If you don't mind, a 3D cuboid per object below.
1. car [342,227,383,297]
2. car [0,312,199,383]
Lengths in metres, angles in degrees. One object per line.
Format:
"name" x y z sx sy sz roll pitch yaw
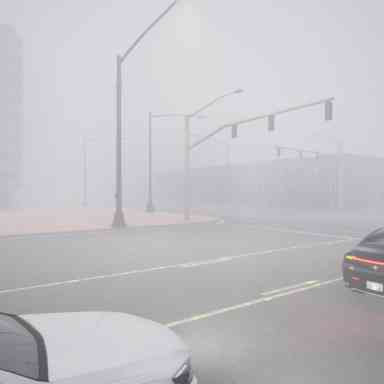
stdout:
"car" 5.376 1.505 7.574 4.892 1.490 1.837 0 0 -35
"car" -2.103 1.526 2.248 4.674 1.442 1.812 0 0 -35
